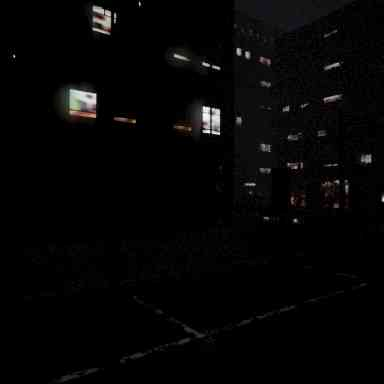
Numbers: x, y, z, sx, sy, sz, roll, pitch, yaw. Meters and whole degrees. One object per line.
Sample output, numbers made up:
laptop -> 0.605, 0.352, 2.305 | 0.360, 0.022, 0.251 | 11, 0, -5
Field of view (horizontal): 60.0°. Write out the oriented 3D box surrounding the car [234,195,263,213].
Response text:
car -> 5.609, 1.082, 29.494 | 2.097, 1.767, 4.553 | 0, 1, -36

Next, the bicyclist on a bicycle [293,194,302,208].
bicyclist on a bicycle -> 11.515, 1.014, 36.228 | 1.656, 1.620, 0.582 | 0, 1, -36

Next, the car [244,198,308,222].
car -> 6.268, 1.344, 24.207 | 2.008, 1.369, 4.403 | 1, 0, -36
